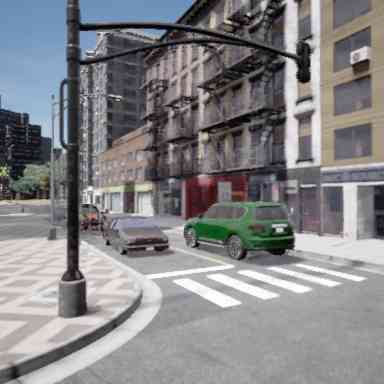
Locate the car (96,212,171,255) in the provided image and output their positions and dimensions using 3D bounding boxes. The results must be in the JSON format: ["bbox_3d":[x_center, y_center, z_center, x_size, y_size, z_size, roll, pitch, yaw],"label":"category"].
[{"bbox_3d":[-2.729,1.815,15.054,2.033,1.411,5.357,0,-1,-25],"label":"car"}]

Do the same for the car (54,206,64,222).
[{"bbox_3d":[-12.383,2.099,32.562,2.128,1.511,4.902,0,-1,-29],"label":"car"}]

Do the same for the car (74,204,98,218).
[{"bbox_3d":[-12.671,2.228,39.694,1.837,1.490,4.892,0,-1,-29],"label":"car"}]

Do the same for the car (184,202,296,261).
[{"bbox_3d":[1.702,1.440,13.629,2.150,2.045,5.566,0,-1,-28],"label":"car"}]

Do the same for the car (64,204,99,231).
[{"bbox_3d":[-7.497,1.791,23.670,2.097,1.767,4.553,0,-1,-29],"label":"car"}]
